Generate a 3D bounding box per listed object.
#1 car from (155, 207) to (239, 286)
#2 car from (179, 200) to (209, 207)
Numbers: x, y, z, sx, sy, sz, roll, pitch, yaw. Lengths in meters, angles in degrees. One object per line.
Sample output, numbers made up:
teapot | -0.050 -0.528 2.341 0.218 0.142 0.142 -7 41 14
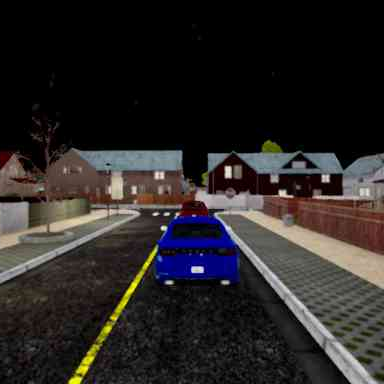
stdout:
car | 0.114 1.405 9.234 1.882 1.535 5.008 0 1 0
car | 0.139 1.302 22.642 1.882 1.535 5.008 0 0 0
